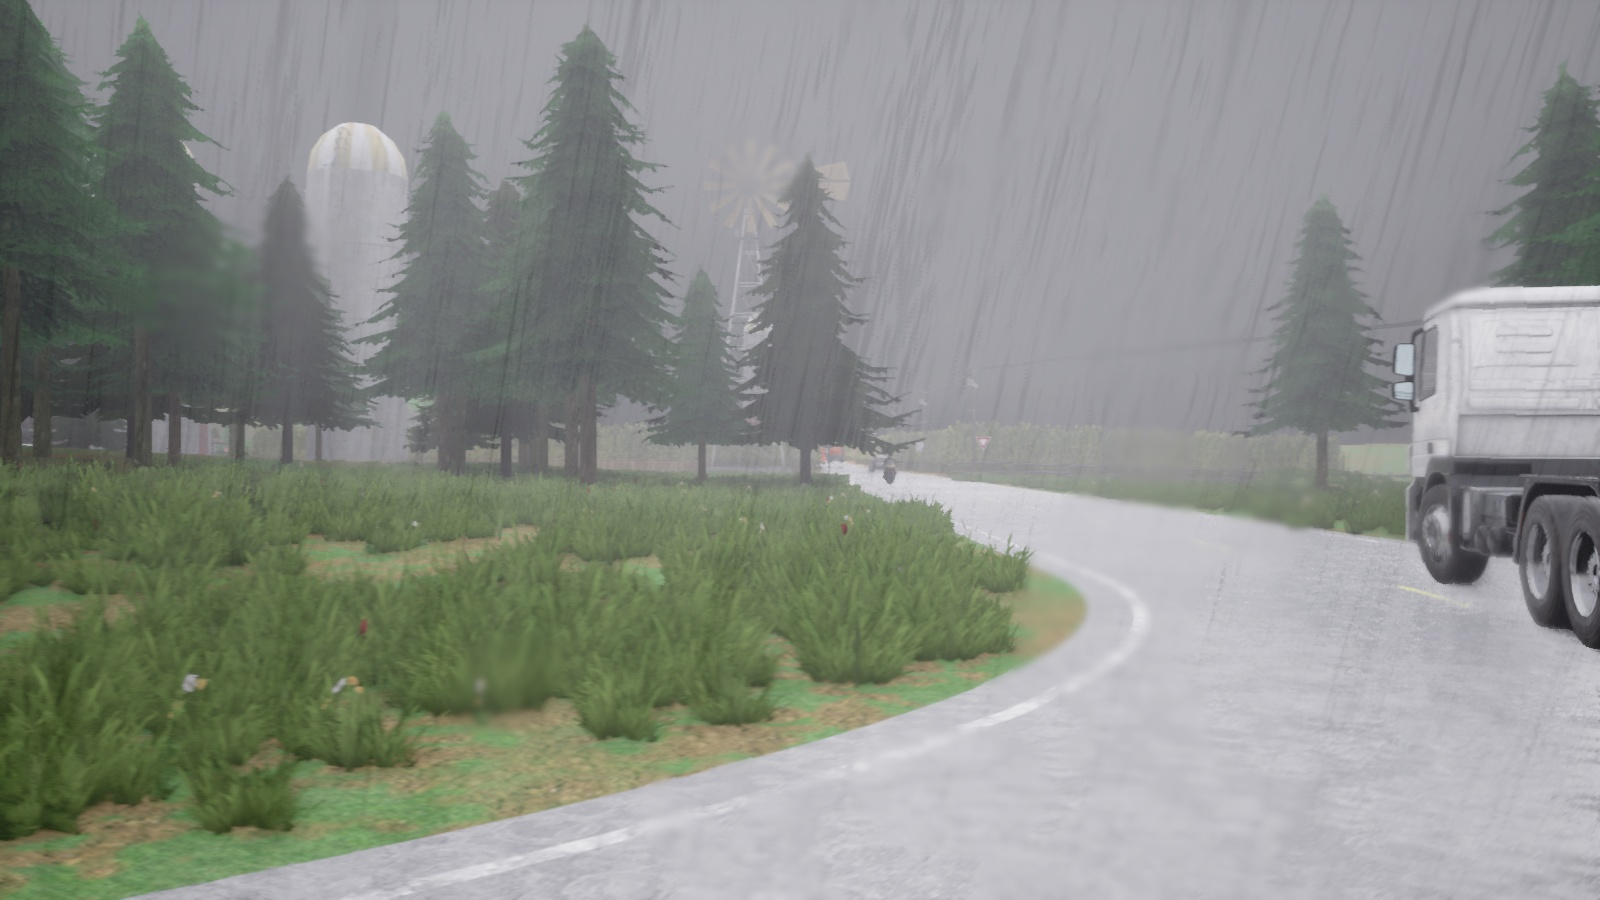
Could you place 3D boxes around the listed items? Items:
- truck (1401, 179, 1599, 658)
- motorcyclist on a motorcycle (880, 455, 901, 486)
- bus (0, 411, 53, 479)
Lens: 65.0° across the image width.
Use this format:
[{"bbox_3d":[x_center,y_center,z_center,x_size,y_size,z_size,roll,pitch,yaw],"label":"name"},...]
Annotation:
[{"bbox_3d":[8.075,-0.217,11.950,2.891,3.462,7.936,0,0,15],"label":"truck"},{"bbox_3d":[4.574,0.999,63.359,0.866,1.530,2.191,0,0,-1],"label":"motorcyclist on a motorcycle"},{"bbox_3d":[-54.125,-0.311,80.354,10.273,4.253,3.944,0,0,0],"label":"bus"}]
